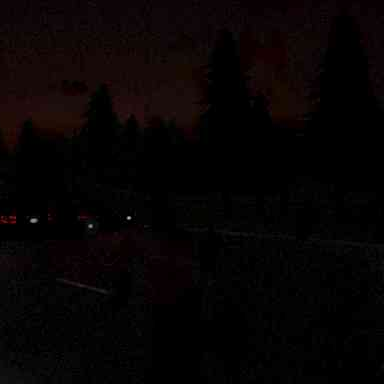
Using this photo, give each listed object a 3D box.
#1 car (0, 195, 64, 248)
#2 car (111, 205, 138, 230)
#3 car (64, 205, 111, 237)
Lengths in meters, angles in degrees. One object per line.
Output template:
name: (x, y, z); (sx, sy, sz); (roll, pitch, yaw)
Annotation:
car: (-8.138, 1.156, 14.086); (5.566, 2.045, 2.150); (0, 0, 36)
car: (-5.327, 1.492, 20.678); (4.181, 1.385, 1.994); (0, 0, 36)
car: (-6.868, 1.422, 17.478); (4.902, 1.511, 2.128); (0, 0, 36)
